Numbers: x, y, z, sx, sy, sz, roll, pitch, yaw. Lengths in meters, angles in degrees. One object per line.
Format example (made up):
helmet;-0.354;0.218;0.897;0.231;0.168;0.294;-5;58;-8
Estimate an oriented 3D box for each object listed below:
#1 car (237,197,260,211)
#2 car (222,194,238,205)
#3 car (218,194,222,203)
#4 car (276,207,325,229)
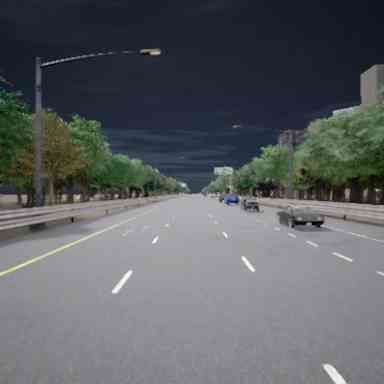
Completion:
car;7.102;1.595;41.184;1.837;1.490;4.892;0;0;0
car;7.212;1.372;60.400;2.150;2.045;5.566;0;0;0
car;7.344;1.423;77.542;2.150;2.045;5.566;0;0;1
car;7.031;1.641;22.151;1.895;1.301;4.718;0;0;0
